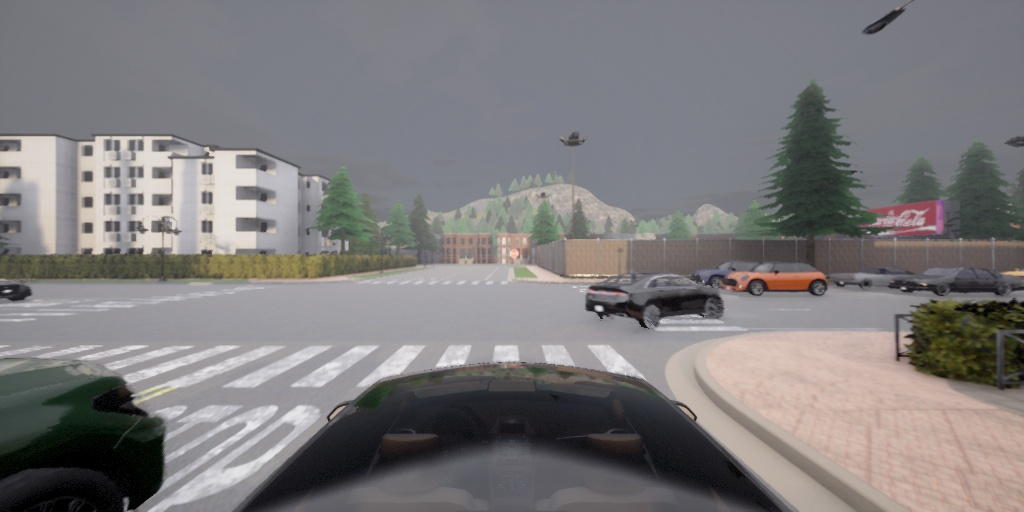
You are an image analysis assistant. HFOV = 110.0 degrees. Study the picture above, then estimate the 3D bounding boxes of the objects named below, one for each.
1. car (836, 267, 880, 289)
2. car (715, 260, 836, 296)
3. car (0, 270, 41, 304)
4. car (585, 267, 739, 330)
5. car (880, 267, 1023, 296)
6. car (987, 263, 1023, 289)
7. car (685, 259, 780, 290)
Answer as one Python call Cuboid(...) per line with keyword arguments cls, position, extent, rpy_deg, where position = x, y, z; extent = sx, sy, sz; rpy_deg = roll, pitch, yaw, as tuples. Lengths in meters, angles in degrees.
Cuboid(cls="car", position=(22.462, 1.332, 22.036), extent=(4.718, 1.301, 1.895), rpy_deg=(0, 0, 1))
Cuboid(cls="car", position=(13.448, 1.086, 18.610), extent=(4.553, 1.767, 2.097), rpy_deg=(0, 0, 0))
Cuboid(cls="car", position=(-23.217, 1.300, 15.033), extent=(4.181, 1.385, 1.994), rpy_deg=(0, 0, -1))
Cuboid(cls="car", position=(4.495, 1.232, 11.097), extent=(4.902, 1.511, 2.128), rpy_deg=(0, -1, -30))
Cuboid(cls="car", position=(22.917, 1.282, 18.536), extent=(5.357, 1.411, 2.033), rpy_deg=(0, 0, 1))
Cuboid(cls="car", position=(32.846, 1.209, 21.904), extent=(5.008, 1.535, 1.882), rpy_deg=(0, 0, 1))
Cuboid(cls="car", position=(13.472, 1.083, 22.109), extent=(4.553, 1.767, 2.097), rpy_deg=(0, 0, 1))
